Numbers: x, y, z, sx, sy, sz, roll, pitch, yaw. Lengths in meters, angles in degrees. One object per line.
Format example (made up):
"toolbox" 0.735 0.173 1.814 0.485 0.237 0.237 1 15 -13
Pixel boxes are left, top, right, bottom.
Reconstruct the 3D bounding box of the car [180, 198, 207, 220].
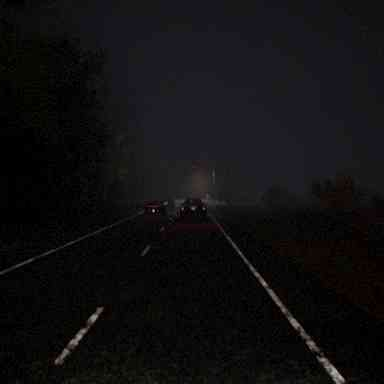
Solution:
"car" 0.101 1.287 27.190 2.097 1.767 4.553 0 0 0

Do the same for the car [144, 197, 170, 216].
"car" -3.398 1.426 31.747 1.837 1.490 4.892 0 0 0

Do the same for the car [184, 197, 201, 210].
"car" 0.103 1.439 43.360 2.033 1.411 5.357 0 0 0

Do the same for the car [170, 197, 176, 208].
"car" -3.397 1.429 47.031 2.033 1.411 5.357 0 0 0
